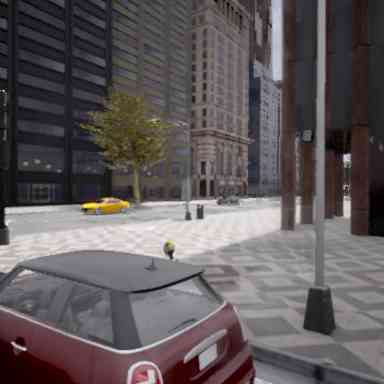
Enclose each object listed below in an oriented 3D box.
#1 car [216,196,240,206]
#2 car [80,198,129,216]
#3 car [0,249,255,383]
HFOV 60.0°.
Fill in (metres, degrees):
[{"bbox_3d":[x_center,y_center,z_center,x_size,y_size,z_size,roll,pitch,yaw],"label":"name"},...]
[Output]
[{"bbox_3d":[5.578,1.332,51.035,1.837,1.490,4.892,1,0,36],"label":"car"},{"bbox_3d":[-8.236,1.352,31.686,1.882,1.535,5.008,1,0,35],"label":"car"},{"bbox_3d":[-1.441,1.431,3.986,4.097,1.590,1.967,0,0,36],"label":"car"}]
